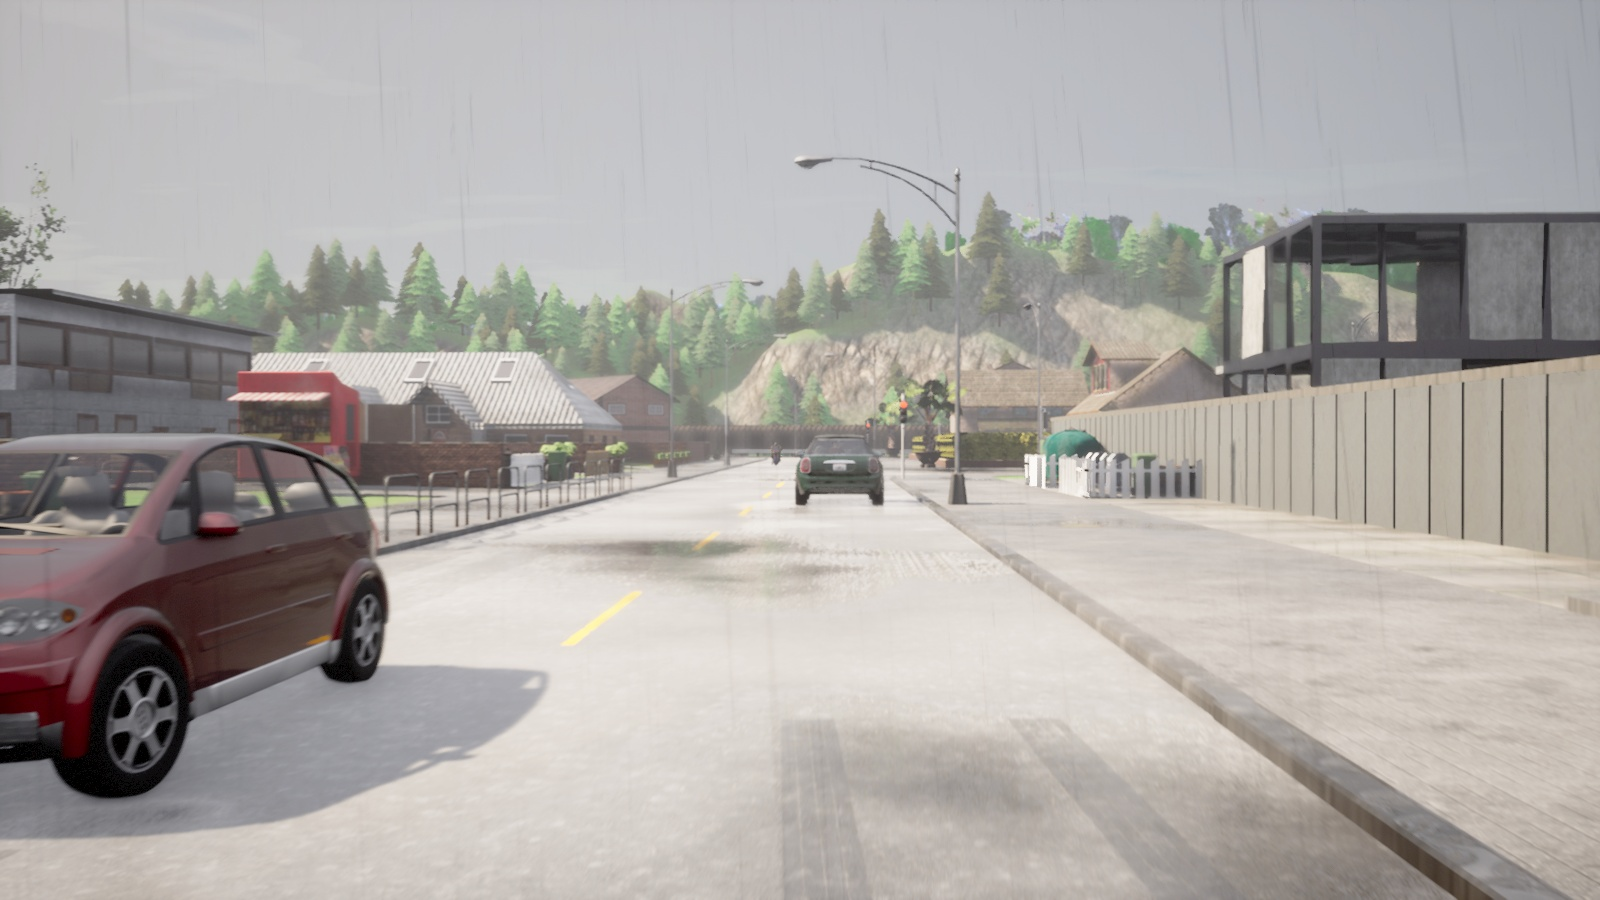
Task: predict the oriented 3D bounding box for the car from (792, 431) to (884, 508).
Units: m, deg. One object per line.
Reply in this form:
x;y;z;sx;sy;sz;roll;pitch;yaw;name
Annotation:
0.938;0.429;30.973;2.097;1.767;4.553;0;0;2;car

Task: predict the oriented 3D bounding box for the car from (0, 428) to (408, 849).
-3.550;0.685;6.498;1.789;1.549;3.705;0;0;2;car
